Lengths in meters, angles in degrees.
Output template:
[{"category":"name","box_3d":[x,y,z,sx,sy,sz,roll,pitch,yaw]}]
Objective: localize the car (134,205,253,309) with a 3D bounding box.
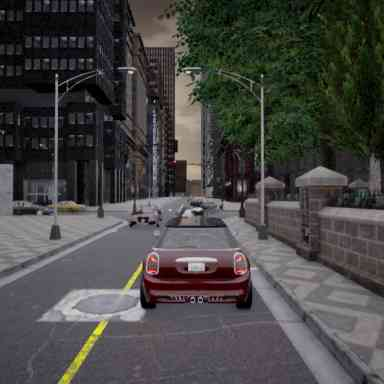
[{"category":"car","box_3d":[0.075,1.356,8.046,2.097,1.767,4.553,0,0,0]}]

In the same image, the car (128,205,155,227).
[{"category":"car","box_3d":[-3.065,1.596,22.775,1.994,1.385,4.181,0,0,0]}]

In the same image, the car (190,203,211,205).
[{"category":"car","box_3d":[0.045,1.539,18.172,1.812,1.442,4.674,0,0,0]}]

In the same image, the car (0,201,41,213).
[{"category":"car","box_3d":[-20.225,1.703,38.625,4.403,1.369,2.008,0,-1,0]}]

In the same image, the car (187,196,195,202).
[{"category":"car","box_3d":[-0.233,1.721,79.664,2.033,1.411,5.357,0,0,0]}]

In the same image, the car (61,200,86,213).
[{"category":"car","box_3d":[-14.882,1.671,38.612,4.829,1.417,1.752,0,-1,0]}]

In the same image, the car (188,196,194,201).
[{"category":"car","box_3d":[-0.264,1.700,90.084,1.812,1.442,4.674,0,0,0]}]

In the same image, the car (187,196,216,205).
[{"category":"car","box_3d":[1.212,1.560,40.613,2.128,1.511,4.902,0,0,-22]}]

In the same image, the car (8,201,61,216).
[{"category":"car","box_3d":[-14.725,1.514,30.088,4.403,1.369,2.008,0,-1,0]}]
